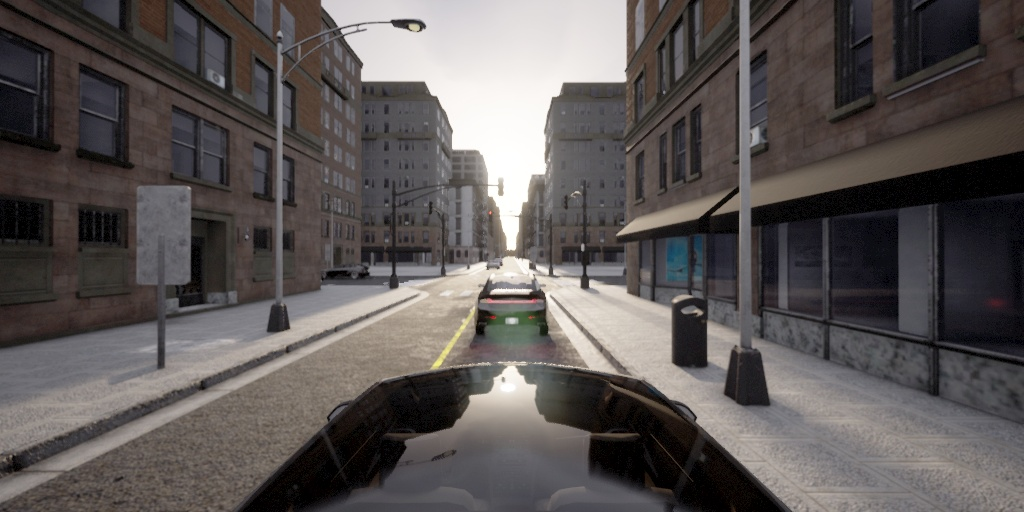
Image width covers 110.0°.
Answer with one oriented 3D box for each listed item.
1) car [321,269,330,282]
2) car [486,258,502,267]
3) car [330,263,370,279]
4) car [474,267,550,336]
[{"bbox_3d":[-14.766,1.277,23.574,4.313,1.339,1.948,0,0,0],"label":"car"},{"bbox_3d":[-2.832,1.285,53.262,1.895,1.301,4.718,0,0,0],"label":"car"},{"bbox_3d":[-14.759,1.314,31.600,4.313,1.339,1.948,0,0,0],"label":"car"},{"bbox_3d":[0.002,1.237,10.425,2.128,1.511,4.902,0,0,0],"label":"car"}]
